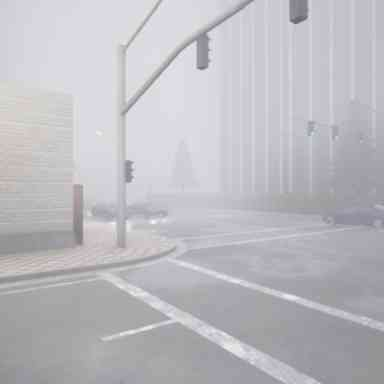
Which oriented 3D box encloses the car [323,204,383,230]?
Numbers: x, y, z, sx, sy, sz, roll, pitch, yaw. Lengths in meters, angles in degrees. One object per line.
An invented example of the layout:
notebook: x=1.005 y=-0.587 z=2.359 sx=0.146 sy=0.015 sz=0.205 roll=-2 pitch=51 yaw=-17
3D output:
car: x=10.962 y=1.507 z=21.479 sx=1.882 sy=1.535 sz=5.008 roll=0 pitch=0 yaw=-36

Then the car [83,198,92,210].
car: x=-13.957 y=1.546 z=44.246 sx=2.128 sy=1.511 sz=4.902 roll=0 pitch=0 yaw=-36

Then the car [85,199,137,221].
car: x=-6.999 y=1.592 z=28.357 sx=2.033 sy=1.411 sz=5.357 roll=0 pitch=0 yaw=-36

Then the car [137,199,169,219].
car: x=-4.158 y=1.589 z=30.402 sx=2.033 sy=1.411 sz=5.357 roll=0 pitch=0 yaw=-36

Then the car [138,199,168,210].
car: x=-5.266 y=1.638 z=44.133 sx=1.895 sy=1.301 sz=4.718 roll=0 pitch=0 yaw=-36
